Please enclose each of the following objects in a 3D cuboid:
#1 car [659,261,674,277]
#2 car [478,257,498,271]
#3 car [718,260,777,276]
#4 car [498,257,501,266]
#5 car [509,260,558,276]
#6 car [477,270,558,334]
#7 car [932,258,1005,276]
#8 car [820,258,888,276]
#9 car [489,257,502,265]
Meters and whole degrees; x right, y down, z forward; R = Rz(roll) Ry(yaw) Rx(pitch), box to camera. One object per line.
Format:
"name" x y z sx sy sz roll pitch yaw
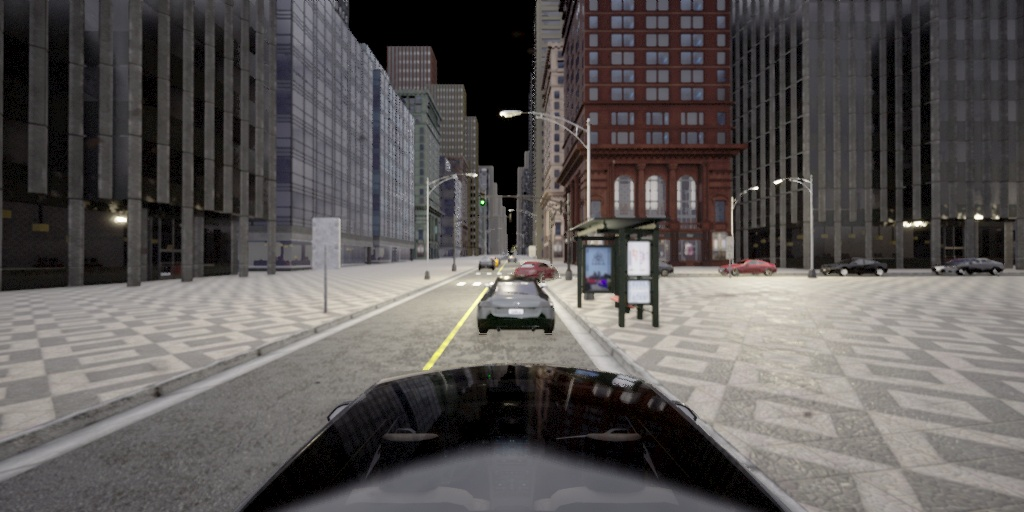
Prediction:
"car" 11.898 1.077 31.798 4.674 1.442 1.812 0 0 -2
"car" -3.058 0.964 44.195 1.882 1.535 5.008 0 0 0
"car" 20.835 1.046 31.785 4.674 1.442 1.812 0 0 0
"car" -3.042 0.889 54.220 1.882 1.535 5.008 0 0 0
"car" 1.785 1.120 26.077 1.812 1.442 4.674 -1 1 27
"car" 0.106 1.270 10.495 1.994 1.385 4.181 0 0 0
"car" 40.228 0.938 31.711 4.902 1.511 2.128 0 0 1
"car" 30.192 0.964 31.758 5.008 1.535 1.882 0 0 0
"car" -2.989 0.875 64.892 2.033 1.411 5.357 0 0 1
